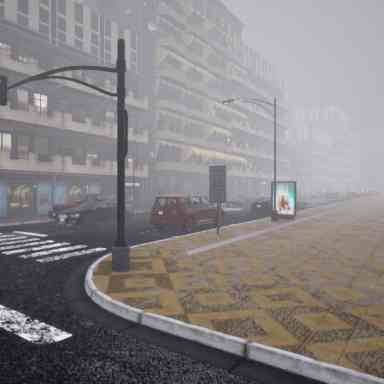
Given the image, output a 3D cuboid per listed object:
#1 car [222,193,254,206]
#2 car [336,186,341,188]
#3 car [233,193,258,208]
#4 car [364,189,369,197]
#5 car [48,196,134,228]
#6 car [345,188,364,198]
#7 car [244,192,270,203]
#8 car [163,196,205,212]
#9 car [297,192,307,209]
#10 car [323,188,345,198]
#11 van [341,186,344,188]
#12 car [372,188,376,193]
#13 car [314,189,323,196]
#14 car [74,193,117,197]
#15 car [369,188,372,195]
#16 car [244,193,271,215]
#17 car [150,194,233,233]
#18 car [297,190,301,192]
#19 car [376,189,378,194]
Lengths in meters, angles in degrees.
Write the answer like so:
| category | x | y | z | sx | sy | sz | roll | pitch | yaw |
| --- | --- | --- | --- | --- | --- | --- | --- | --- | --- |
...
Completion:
| category | x | y | z | sx | sy | sz | roll | pitch | yaw |
| --- | --- | --- | --- | --- | --- | --- | --- | --- | --- |
| car | 5.695 | 0.829 | 40.634 | 2.008 | 1.369 | 4.403 | 2 | 2 | 35 |
| car | 34.300 | -0.240 | 81.534 | 1.967 | 1.590 | 4.097 | 2 | 2 | 35 |
| car | 5.497 | 0.906 | 35.848 | 2.033 | 1.411 | 5.357 | 0 | 1 | 35 |
| car | 31.674 | 0.098 | 63.157 | 1.967 | 1.590 | 4.097 | 1 | 2 | 35 |
| car | -5.619 | 1.215 | 19.916 | 2.128 | 1.511 | 4.902 | 0 | 1 | 34 |
| car | 28.495 | 0.308 | 58.615 | 1.887 | 1.381 | 4.507 | 1 | 2 | 35 |
| car | 8.872 | 0.754 | 45.179 | 1.802 | 1.307 | 4.206 | 2 | 2 | 35 |
| car | -0.662 | 1.069 | 31.545 | 1.802 | 1.307 | 4.206 | 2 | 2 | 35 |
| car | 9.421 | 0.965 | 31.340 | 1.947 | 1.339 | 4.313 | 1 | 2 | 35 |
| car | 24.644 | 0.380 | 57.655 | 1.994 | 1.385 | 4.181 | 0 | 1 | 35 |
| van | 37.479 | -0.446 | 86.076 | 1.690 | 1.788 | 3.998 | 2 | 2 | 35 |
| car | 38.032 | -0.012 | 72.252 | 1.887 | 1.381 | 4.507 | 1 | 2 | 35 |
| car | 27.943 | -0.025 | 72.444 | 1.967 | 1.590 | 4.097 | 2 | 2 | 35 |
| car | -7.017 | 1.010 | 22.448 | 2.192 | 1.841 | 5.009 | 1 | 2 | 35 |
| car | 34.853 | 0.095 | 67.706 | 1.887 | 1.381 | 4.507 | 1 | 2 | 35 |
| car | 6.242 | 1.069 | 26.794 | 1.947 | 1.339 | 4.313 | 1 | 2 | 35 |
| car | -0.115 | 1.026 | 17.696 | 2.192 | 1.841 | 5.009 | 1 | 2 | 35 |
| car | 15.048 | 0.391 | 49.340 | 2.033 | 1.411 | 5.357 | 0 | 1 | 35 |
| car | 44.389 | -0.221 | 81.344 | 2.008 | 1.369 | 4.403 | 1 | 2 | 35 |
